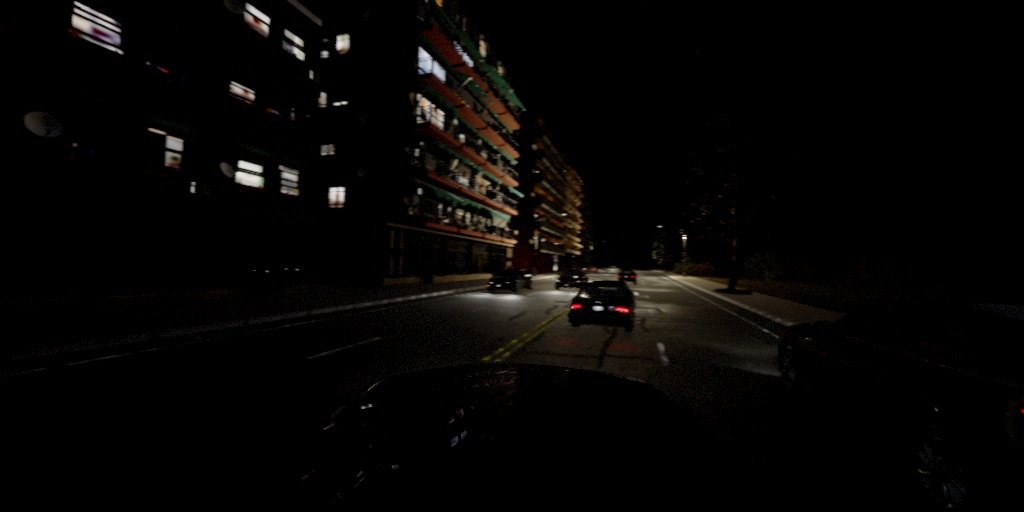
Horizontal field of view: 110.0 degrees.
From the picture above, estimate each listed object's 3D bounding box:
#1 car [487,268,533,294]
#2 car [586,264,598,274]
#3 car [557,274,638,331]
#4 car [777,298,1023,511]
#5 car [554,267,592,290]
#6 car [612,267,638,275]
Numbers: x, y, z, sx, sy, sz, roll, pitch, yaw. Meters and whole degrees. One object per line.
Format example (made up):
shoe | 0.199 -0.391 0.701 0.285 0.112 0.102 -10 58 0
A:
car | -0.003 1.540 23.274 1.837 1.490 4.892 1 -1 19
car | 13.760 2.250 62.388 2.097 1.767 4.553 1 -1 20
car | 3.165 1.516 12.068 2.033 1.411 5.357 1 -1 19
car | 4.913 1.257 4.048 2.097 1.767 4.553 1 -1 19
car | 4.420 1.710 26.078 1.812 1.442 4.674 1 -1 19
car | 11.522 2.042 35.935 2.033 1.411 5.357 1 -1 19
